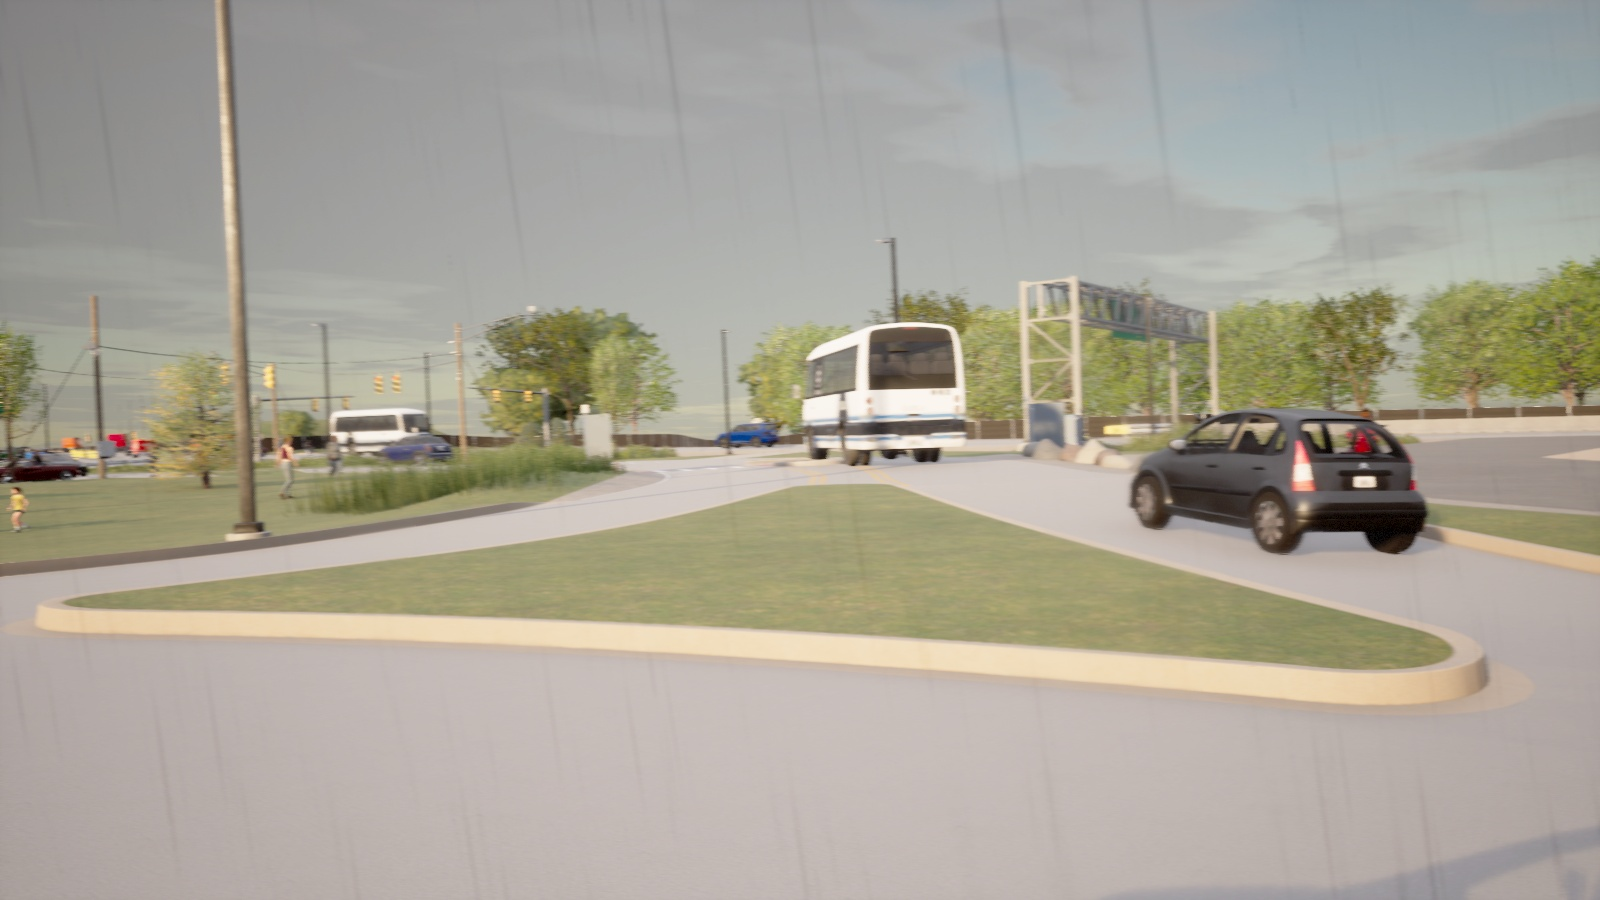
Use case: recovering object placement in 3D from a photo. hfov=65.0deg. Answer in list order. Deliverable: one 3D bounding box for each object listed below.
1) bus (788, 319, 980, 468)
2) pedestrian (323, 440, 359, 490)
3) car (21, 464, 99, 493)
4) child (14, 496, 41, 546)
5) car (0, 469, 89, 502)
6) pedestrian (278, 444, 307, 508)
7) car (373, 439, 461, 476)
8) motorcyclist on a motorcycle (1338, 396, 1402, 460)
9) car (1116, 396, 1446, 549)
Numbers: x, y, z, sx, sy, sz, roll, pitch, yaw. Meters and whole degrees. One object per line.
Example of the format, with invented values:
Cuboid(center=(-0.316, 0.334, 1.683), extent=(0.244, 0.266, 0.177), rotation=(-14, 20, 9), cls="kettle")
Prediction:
Cuboid(center=(2.482, -1.733, 42.312), extent=(3.944, 4.253, 10.273), rotation=(-3, 1, -10), cls="bus")
Cuboid(center=(-17.992, 0.582, 49.221), extent=(0.900, 1.855, 0.874), rotation=(-4, 0, 38), cls="pedestrian")
Cuboid(center=(-45.154, 1.760, 76.601), extent=(4.792, 1.488, 2.163), rotation=(-3, 1, 33), cls="car")
Cuboid(center=(-17.868, 1.646, 29.053), extent=(0.255, 1.110, 0.394), rotation=(-4, 0, 30), cls="child")
Cuboid(center=(-37.781, 1.774, 61.644), extent=(1.895, 1.301, 4.718), rotation=(-4, 1, 26), cls="car")
Cuboid(center=(-14.807, 0.760, 36.648), extent=(0.345, 1.836, 0.594), rotation=(-4, 0, 35), cls="pedestrian")
Cuboid(center=(-21.207, 0.410, 69.426), extent=(4.553, 1.767, 2.097), rotation=(-3, 1, 32), cls="car")
Cuboid(center=(14.191, -0.557, 31.328), extent=(0.797, 1.523, 2.044), rotation=(-2, 1, 6), cls="motorcyclist on a motorcycle")
Cuboid(center=(5.695, 0.144, 15.476), extent=(1.851, 1.617, 3.988), rotation=(-1, 3, -14), cls="car")
